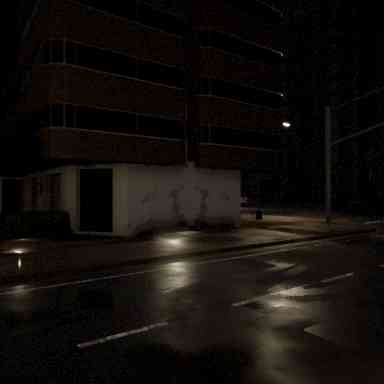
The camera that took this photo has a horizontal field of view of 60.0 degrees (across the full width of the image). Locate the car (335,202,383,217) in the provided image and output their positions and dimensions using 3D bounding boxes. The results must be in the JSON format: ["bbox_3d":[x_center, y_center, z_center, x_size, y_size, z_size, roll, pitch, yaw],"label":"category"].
[{"bbox_3d":[16.310,1.601,31.659,1.895,1.301,4.718,0,0,-36],"label":"car"}]

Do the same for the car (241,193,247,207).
[{"bbox_3d":[6.159,1.222,51.964,2.150,2.045,5.566,0,0,-36],"label":"car"}]
